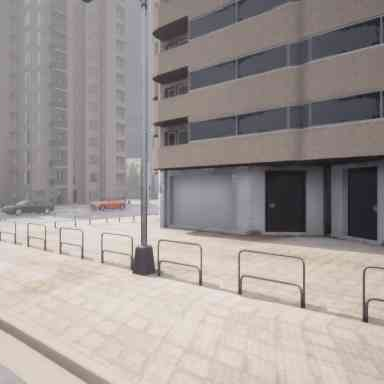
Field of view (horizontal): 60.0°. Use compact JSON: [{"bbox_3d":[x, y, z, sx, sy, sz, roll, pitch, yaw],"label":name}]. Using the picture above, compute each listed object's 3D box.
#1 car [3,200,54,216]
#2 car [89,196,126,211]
[{"bbox_3d":[-16.681,1.560,34.146,1.837,1.490,4.892,0,0,39],"label":"car"},{"bbox_3d":[-10.623,1.407,41.737,2.097,1.767,4.553,0,0,39],"label":"car"}]
